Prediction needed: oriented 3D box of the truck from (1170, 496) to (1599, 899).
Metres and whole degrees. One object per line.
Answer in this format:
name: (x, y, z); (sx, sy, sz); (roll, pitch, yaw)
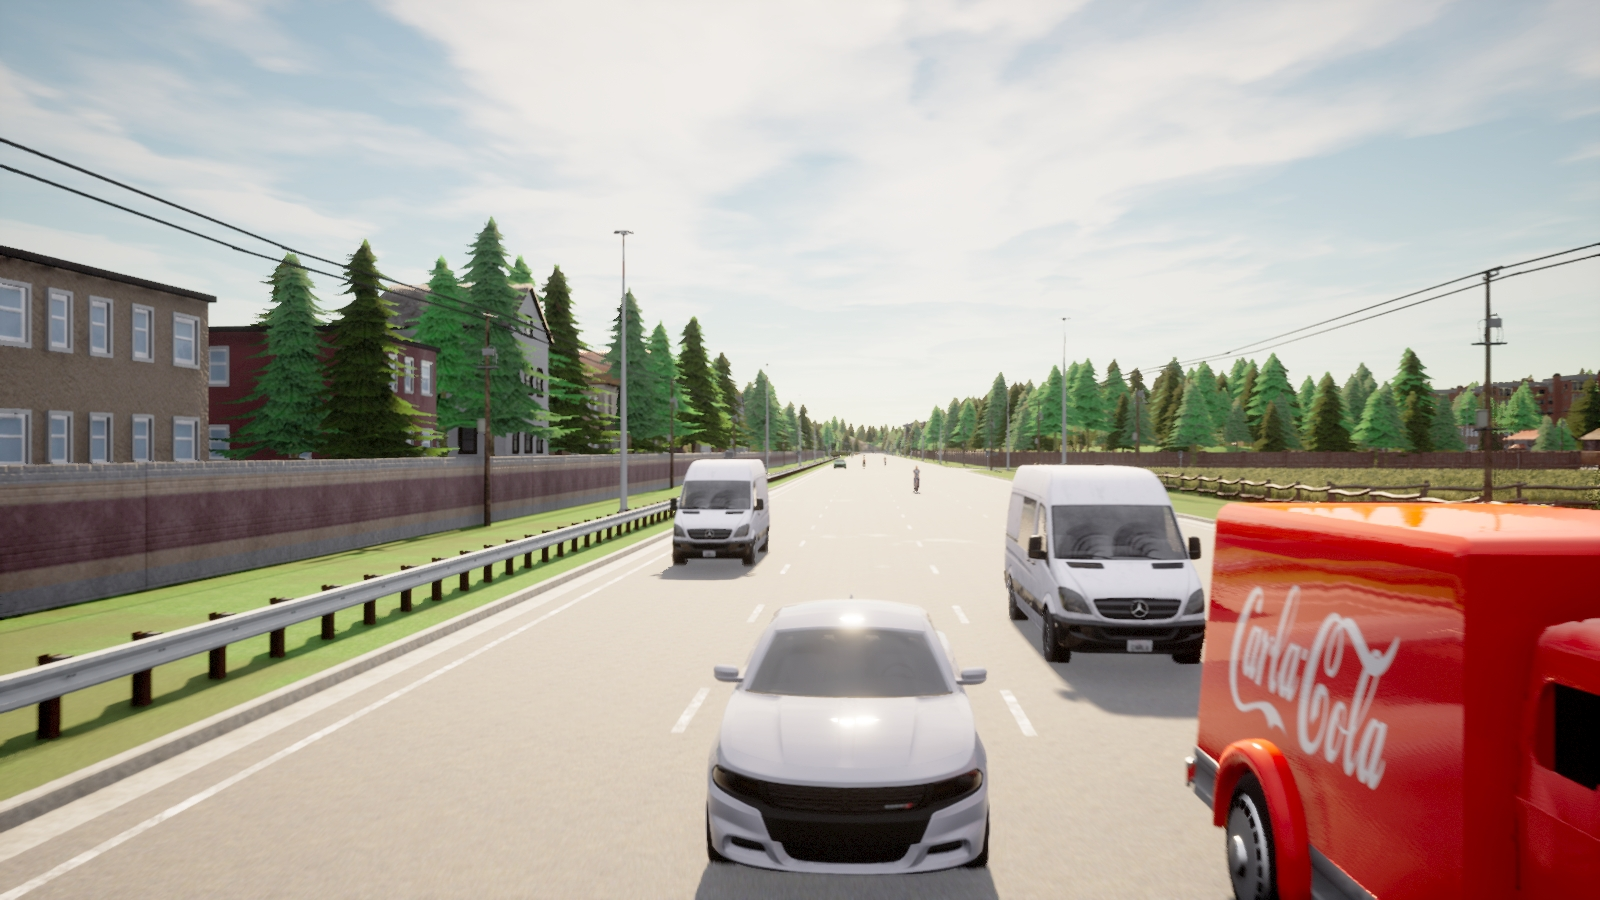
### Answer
truck: (3.730, 1.565, 5.300); (2.627, 2.467, 5.204); (0, 0, 4)

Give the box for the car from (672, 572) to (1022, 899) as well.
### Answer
car: (0.414, 2.036, 9.364); (2.097, 1.535, 5.006); (0, 0, 3)

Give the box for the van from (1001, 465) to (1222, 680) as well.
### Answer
van: (4.348, 1.537, 17.016); (1.988, 2.561, 5.915); (0, 0, 3)

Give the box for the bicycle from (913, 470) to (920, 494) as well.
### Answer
bicycle: (7.600, 2.070, 74.386); (0.373, 1.496, 1.643); (0, 0, 3)

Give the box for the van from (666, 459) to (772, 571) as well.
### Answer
van: (-1.956, 1.542, 29.542); (1.988, 2.561, 5.915); (0, 0, 3)
